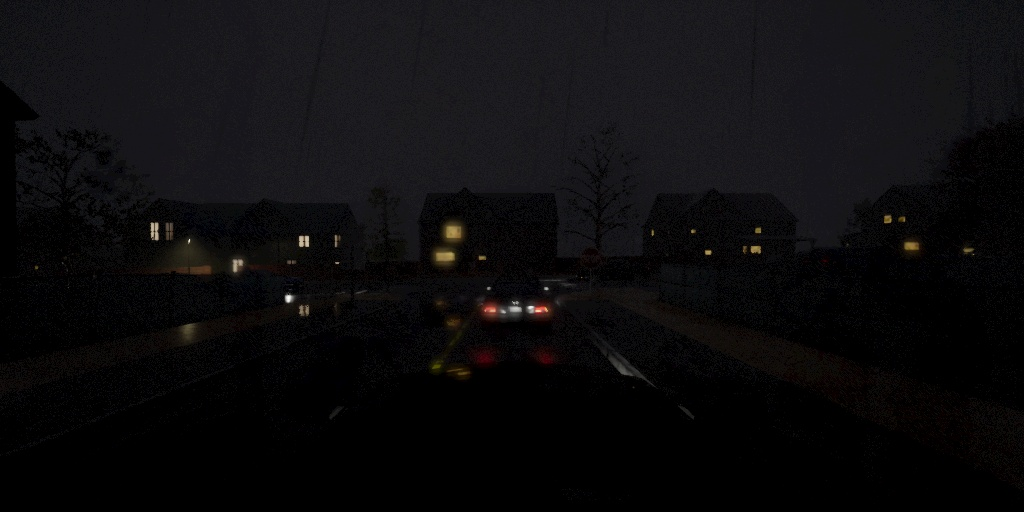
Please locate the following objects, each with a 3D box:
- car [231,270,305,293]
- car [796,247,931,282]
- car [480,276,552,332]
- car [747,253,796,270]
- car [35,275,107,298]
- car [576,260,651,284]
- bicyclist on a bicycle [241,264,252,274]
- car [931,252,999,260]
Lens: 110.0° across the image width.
[{"bbox_3d":[-15.023,1.562,21.251,5.008,1.535,1.882,-1,1,0],"label":"car"},{"bbox_3d":[20.549,0.467,21.163,5.566,2.045,2.150,-1,1,0],"label":"car"},{"bbox_3d":[0.169,1.298,10.842,2.033,1.411,5.357,0,0,2],"label":"car"},{"bbox_3d":[18.073,0.612,24.124,4.553,1.767,2.097,-1,1,0],"label":"car"},{"bbox_3d":[-25.321,1.854,21.277,4.674,1.442,1.812,-1,1,0],"label":"car"},{"bbox_3d":[6.769,1.032,24.150,4.892,1.490,1.837,-1,1,0],"label":"car"},{"bbox_3d":[-20.072,1.419,27.110,0.582,1.620,1.656,-1,1,0],"label":"bicyclist on a bicycle"},{"bbox_3d":[29.680,0.480,24.088,4.902,1.511,2.128,-1,1,0],"label":"car"}]
